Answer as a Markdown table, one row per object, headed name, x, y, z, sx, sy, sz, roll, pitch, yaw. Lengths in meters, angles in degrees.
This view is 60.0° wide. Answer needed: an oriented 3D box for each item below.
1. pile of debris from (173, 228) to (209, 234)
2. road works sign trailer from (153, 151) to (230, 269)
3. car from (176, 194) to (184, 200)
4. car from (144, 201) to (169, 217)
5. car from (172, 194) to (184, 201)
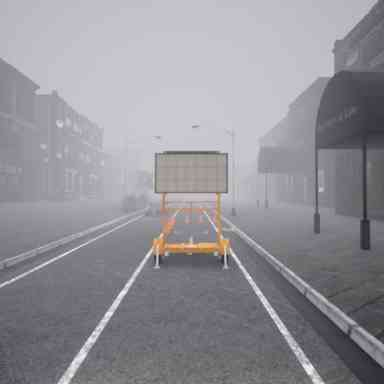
| name | x | y | z | sx | sy | sz | roll | pitch | yaw |
| --- | --- | --- | --- | --- | --- | --- | --- | --- | --- |
| pile of debris | -0.053 | 2.124 | 18.096 | 1.860 | 0.140 | 1.500 | 0 | 0 | 0 |
| road works sign trailer | -0.019 | 0.442 | 11.097 | 2.380 | 3.560 | 2.880 | 0 | 0 | 0 |
| car | -3.281 | 1.374 | 91.125 | 2.097 | 1.767 | 4.553 | 0 | 0 | 0 |
| car | -3.194 | 1.545 | 30.574 | 1.895 | 1.301 | 4.718 | 0 | 0 | 0 |
| car | -3.221 | 1.549 | 71.707 | 2.128 | 1.511 | 4.902 | 0 | 0 | 0 |
